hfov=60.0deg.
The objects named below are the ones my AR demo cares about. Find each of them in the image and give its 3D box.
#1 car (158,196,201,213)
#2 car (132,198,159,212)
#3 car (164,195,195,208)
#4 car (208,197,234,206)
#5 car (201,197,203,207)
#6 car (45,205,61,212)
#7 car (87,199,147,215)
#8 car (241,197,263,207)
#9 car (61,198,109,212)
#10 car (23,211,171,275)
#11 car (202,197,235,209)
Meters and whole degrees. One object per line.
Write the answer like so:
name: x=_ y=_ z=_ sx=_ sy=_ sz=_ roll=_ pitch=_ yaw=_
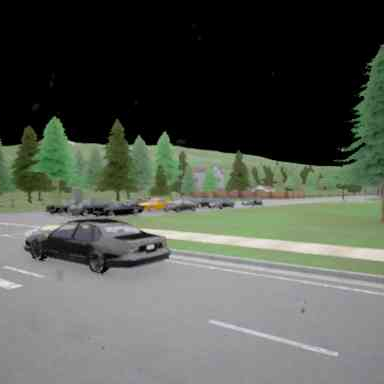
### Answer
car: x=-1.314 y=1.547 z=37.586 sx=1.812 sy=1.442 sz=4.674 roll=0 pitch=0 yaw=36
car: x=-4.338 y=1.502 z=39.409 sx=1.882 sy=1.535 sz=5.008 roll=0 pitch=0 yaw=36
car: x=-1.755 y=1.379 z=48.848 sx=2.097 sy=1.767 sz=4.553 roll=0 pitch=0 yaw=36
car: x=5.130 y=1.575 z=58.171 sx=2.033 sy=1.411 sz=5.357 roll=0 pitch=0 yaw=37
car: x=1.208 y=1.529 z=46.976 sx=1.837 sy=1.490 sz=4.892 roll=0 pitch=0 yaw=36
car: x=-12.510 y=1.628 z=34.172 sx=1.895 sy=1.301 sz=4.718 roll=0 pitch=0 yaw=36
car: x=-6.714 y=1.622 z=30.234 sx=1.895 sy=1.301 sz=4.718 roll=0 pitch=0 yaw=36
car: x=9.476 y=1.512 z=52.316 sx=2.128 sy=1.511 sz=4.902 roll=0 pitch=0 yaw=36
car: x=-9.709 y=1.376 z=32.073 sx=2.097 sy=1.767 sz=4.553 roll=0 pitch=0 yaw=36
car: x=-3.173 y=1.555 z=10.550 sx=5.357 sy=1.411 sz=2.033 roll=0 pitch=0 yaw=36
car: x=4.007 y=1.513 z=44.875 sx=2.128 sy=1.511 sz=4.902 roll=0 pitch=0 yaw=36
